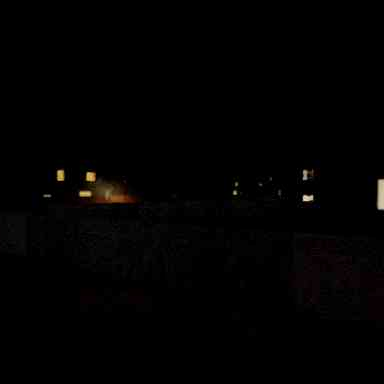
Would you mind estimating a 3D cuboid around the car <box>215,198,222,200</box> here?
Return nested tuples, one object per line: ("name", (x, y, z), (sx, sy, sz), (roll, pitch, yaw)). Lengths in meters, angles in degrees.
("car", (4.201, 1.670, 49.547), (1.812, 1.442, 4.674), (1, 0, 18))
